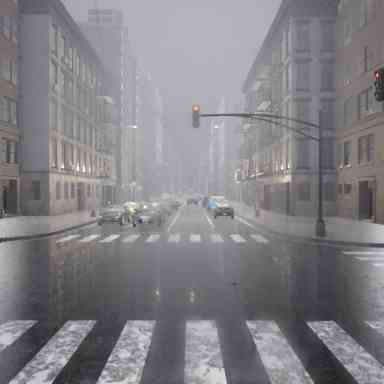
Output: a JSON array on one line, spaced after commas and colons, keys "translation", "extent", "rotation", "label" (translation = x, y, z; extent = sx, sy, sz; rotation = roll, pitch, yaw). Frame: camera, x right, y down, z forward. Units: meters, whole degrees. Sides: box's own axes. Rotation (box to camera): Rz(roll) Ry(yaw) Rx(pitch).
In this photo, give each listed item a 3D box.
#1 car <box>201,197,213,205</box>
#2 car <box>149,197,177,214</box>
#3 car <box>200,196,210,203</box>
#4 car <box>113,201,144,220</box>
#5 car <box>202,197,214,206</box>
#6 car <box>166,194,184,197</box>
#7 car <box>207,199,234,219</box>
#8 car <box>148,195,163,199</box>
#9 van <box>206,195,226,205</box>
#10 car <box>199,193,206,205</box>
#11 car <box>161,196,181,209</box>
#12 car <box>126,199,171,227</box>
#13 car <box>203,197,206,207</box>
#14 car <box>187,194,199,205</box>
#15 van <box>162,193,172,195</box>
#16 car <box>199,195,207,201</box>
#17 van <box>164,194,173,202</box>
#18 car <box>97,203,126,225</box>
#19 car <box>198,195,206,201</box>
[{"translation": [2.643, 1.546, 61.332], "extent": [2.008, 1.369, 4.403], "rotation": [0, 0, 0], "label": "car"}, {"translation": [-2.848, 1.544, 32.738], "extent": [2.033, 1.411, 5.357], "rotation": [0, 0, 0], "label": "car"}, {"translation": [2.644, 1.521, 66.907], "extent": [1.752, 1.417, 4.829], "rotation": [0, 0, 0], "label": "car"}, {"translation": [-5.398, 1.523, 28.723], "extent": [1.752, 1.417, 4.829], "rotation": [0, 0, 0], "label": "car"}, {"translation": [2.642, 1.562, 55.925], "extent": [1.947, 1.339, 4.313], "rotation": [0, 0, 0], "label": "car"}, {"translation": [-2.801, 1.473, 53.006], "extent": [1.882, 1.535, 5.008], "rotation": [0, 0, 1], "label": "car"}, {"translation": [2.637, 1.548, 28.894], "extent": [2.008, 1.369, 4.403], "rotation": [0, 0, 0], "label": "car"}, {"translation": [-5.414, 1.436, 45.111], "extent": [1.967, 1.590, 4.097], "rotation": [0, 0, 0], "label": "car"}, {"translation": [2.638, 1.338, 34.300], "extent": [1.690, 1.788, 3.998], "rotation": [0, 0, 0], "label": "van"}, {"translation": [2.641, 1.311, 50.519], "extent": [2.192, 1.841, 5.009], "rotation": [0, 0, 0], "label": "car"}, {"translation": [-2.838, 1.560, 42.752], "extent": [1.994, 1.385, 4.181], "rotation": [0, 0, 1], "label": "car"}, {"translation": [-2.851, 1.489, 22.855], "extent": [2.128, 1.511, 4.902], "rotation": [0, 0, 0], "label": "car"}, {"translation": [2.639, 1.578, 39.707], "extent": [1.802, 1.307, 4.206], "rotation": [0, 0, 0], "label": "car"}, {"translation": [0.094, 1.501, 57.056], "extent": [1.837, 1.490, 4.892], "rotation": [0, 0, 0], "label": "car"}, {"translation": [-5.435, 1.336, 66.736], "extent": [1.690, 1.788, 3.998], "rotation": [0, 0, 0], "label": "van"}, {"translation": [2.647, 1.539, 82.957], "extent": [1.887, 1.381, 4.507], "rotation": [0, 0, 0], "label": "car"}, {"translation": [-5.446, 1.336, 77.548], "extent": [1.690, 1.788, 3.998], "rotation": [0, 0, 0], "label": "van"}, {"translation": [-5.392, 1.549, 23.486], "extent": [2.008, 1.369, 4.403], "rotation": [0, 0, 0], "label": "car"}, {"translation": [2.648, 1.560, 88.363], "extent": [1.947, 1.339, 4.313], "rotation": [0, 0, 0], "label": "car"}]
